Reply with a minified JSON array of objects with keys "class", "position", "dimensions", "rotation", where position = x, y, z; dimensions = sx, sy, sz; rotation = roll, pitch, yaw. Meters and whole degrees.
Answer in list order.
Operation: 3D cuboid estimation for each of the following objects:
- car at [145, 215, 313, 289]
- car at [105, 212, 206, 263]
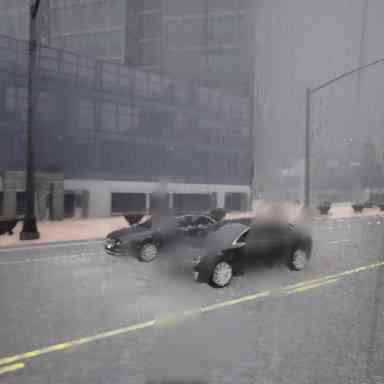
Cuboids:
[{"class":"car","position":[1.382,1.505,9.277],"dimensions":[4.892,1.490,1.837],"rotation":[0,0,-35]},{"class":"car","position":[-0.691,1.505,12.095],"dimensions":[4.892,1.490,1.837],"rotation":[0,0,-35]}]
